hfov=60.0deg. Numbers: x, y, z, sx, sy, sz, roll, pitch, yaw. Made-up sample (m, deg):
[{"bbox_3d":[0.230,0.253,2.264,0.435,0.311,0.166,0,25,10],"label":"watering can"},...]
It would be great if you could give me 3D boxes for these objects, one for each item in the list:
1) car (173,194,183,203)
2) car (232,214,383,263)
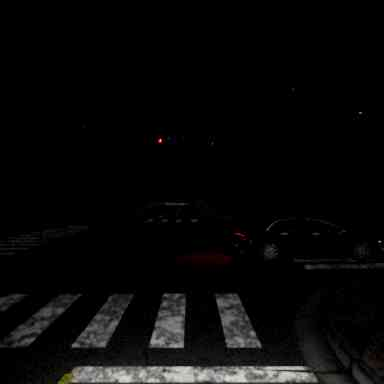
[{"bbox_3d":[-2.922,1.250,69.578,2.097,1.767,4.553,0,0,0],"label":"car"},{"bbox_3d":[3.807,1.523,11.241,4.892,1.490,1.837,-1,0,0],"label":"car"}]
